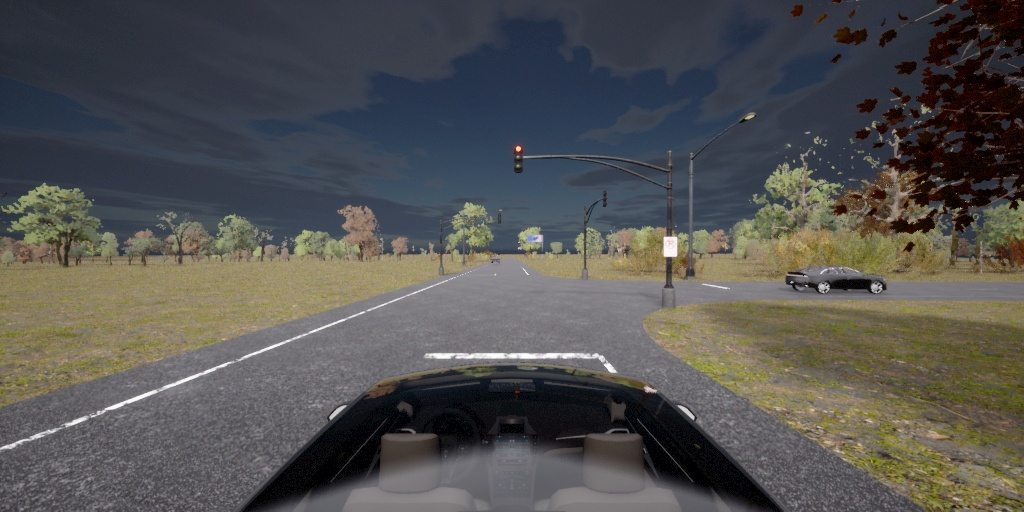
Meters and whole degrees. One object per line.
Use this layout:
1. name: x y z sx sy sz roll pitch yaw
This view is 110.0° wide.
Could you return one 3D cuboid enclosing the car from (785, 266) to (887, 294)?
1. car: 18.329 1.309 20.360 4.902 1.511 2.128 0 1 0
